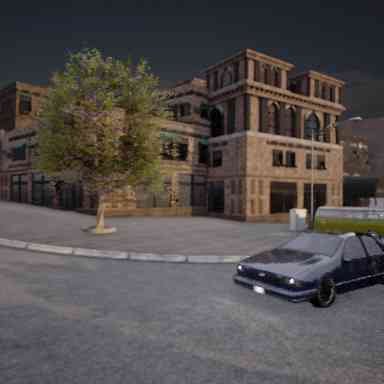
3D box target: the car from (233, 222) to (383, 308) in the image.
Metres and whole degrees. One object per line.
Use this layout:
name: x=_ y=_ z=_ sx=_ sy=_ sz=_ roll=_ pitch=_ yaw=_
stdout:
car: x=3.545 y=1.690 z=8.381 sx=5.357 sy=1.411 sz=2.033 roll=2 pitch=-1 yaw=-36

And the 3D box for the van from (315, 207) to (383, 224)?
van: x=10.095 y=1.943 z=20.715 sx=4.442 sy=1.987 sz=1.878 roll=1 pitch=-3 yaw=34
